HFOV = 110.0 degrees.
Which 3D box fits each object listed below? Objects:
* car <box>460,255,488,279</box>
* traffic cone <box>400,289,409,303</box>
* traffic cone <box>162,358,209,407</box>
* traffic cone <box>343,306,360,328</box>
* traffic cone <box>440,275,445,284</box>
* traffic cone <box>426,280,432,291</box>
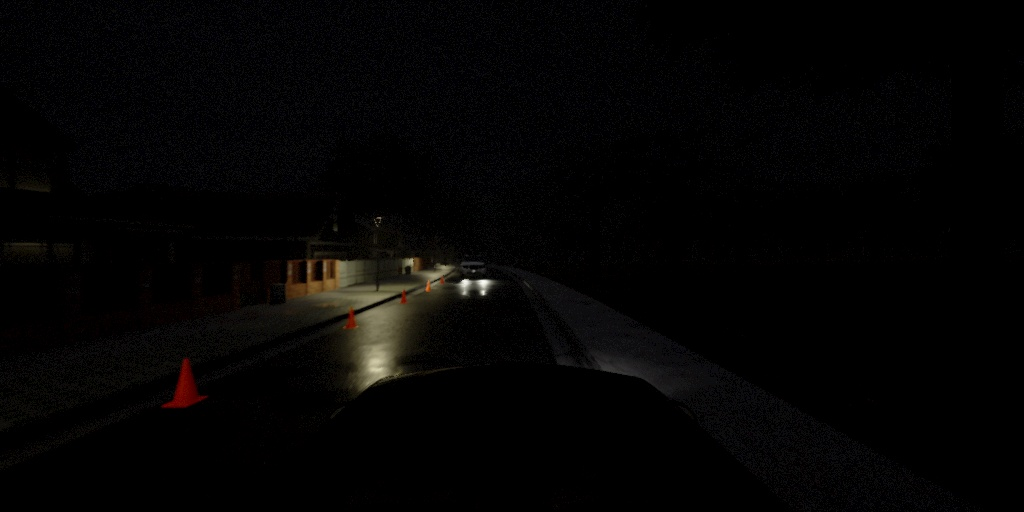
[{"bbox_3d":[-3.438,0.885,32.023,2.150,2.045,5.566,0,0,-7],"label":"car"},{"bbox_3d":[-4.453,1.641,14.783,0.340,0.580,0.340,0,0,-1],"label":"traffic cone"},{"bbox_3d":[-4.413,1.680,4.861,0.340,0.580,0.340,0,0,1],"label":"traffic cone"},{"bbox_3d":[-4.394,1.658,9.822,0.340,0.580,0.340,0,0,0],"label":"traffic cone"},{"bbox_3d":[-4.807,1.620,24.700,0.340,0.580,0.340,0,0,-3],"label":"traffic cone"},{"bbox_3d":[-4.591,1.628,19.743,0.340,0.580,0.340,0,0,-2],"label":"traffic cone"}]
